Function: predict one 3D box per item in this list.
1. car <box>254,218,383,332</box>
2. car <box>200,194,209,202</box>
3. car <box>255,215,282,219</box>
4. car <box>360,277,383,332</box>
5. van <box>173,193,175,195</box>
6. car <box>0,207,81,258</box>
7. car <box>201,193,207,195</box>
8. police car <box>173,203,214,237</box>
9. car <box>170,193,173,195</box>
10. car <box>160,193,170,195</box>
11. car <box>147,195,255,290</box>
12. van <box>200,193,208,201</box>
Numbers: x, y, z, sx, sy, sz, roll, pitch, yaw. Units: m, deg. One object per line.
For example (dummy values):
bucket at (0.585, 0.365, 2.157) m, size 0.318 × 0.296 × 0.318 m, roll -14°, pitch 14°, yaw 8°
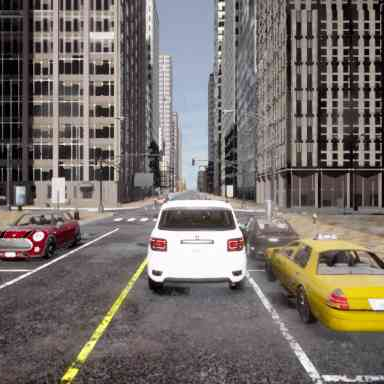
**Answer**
car at (2.697, 1.525, 6.927) m, size 1.752 × 1.417 × 4.829 m, roll 0°, pitch 0°, yaw 0°
car at (2.748, 1.353, 73.053) m, size 1.967 × 1.590 × 4.097 m, roll 0°, pitch 0°, yaw 0°
car at (2.702, 1.548, 12.425) m, size 2.008 × 1.369 × 4.403 m, roll 0°, pitch 0°, yaw 0°
car at (2.693, 1.551, 1.086) m, size 2.008 × 1.369 × 4.403 m, roll 0°, pitch 0°, yaw 0°
van at (-5.622, 1.225, 84.433) m, size 1.690 × 1.788 × 3.998 m, roll 0°, pitch 0°, yaw 0°
car at (-5.678, 1.437, 12.430) m, size 1.967 × 1.590 × 4.097 m, roll 0°, pitch 0°, yaw 0°
car at (2.836, 1.380, 61.685) m, size 1.967 × 1.590 × 4.097 m, roll 0°, pitch 0°, yaw 0°
police car at (0.111, 1.497, 19.132) m, size 2.038 × 1.542 × 4.974 m, roll 0°, pitch 0°, yaw 1°
car at (-5.665, 1.242, 67.378) m, size 2.192 × 1.841 × 5.009 m, roll 0°, pitch 0°, yaw 0°
car at (-5.736, 1.380, 61.693) m, size 1.967 × 1.590 × 4.097 m, roll 0°, pitch 0°, yaw 0°
car at (0.107, 1.220, 9.212) m, size 2.150 × 2.045 × 5.566 m, roll 0°, pitch 0°, yaw 0°
van at (2.753, 1.239, 78.738) m, size 1.690 × 1.788 × 3.998 m, roll 0°, pitch 0°, yaw 0°
